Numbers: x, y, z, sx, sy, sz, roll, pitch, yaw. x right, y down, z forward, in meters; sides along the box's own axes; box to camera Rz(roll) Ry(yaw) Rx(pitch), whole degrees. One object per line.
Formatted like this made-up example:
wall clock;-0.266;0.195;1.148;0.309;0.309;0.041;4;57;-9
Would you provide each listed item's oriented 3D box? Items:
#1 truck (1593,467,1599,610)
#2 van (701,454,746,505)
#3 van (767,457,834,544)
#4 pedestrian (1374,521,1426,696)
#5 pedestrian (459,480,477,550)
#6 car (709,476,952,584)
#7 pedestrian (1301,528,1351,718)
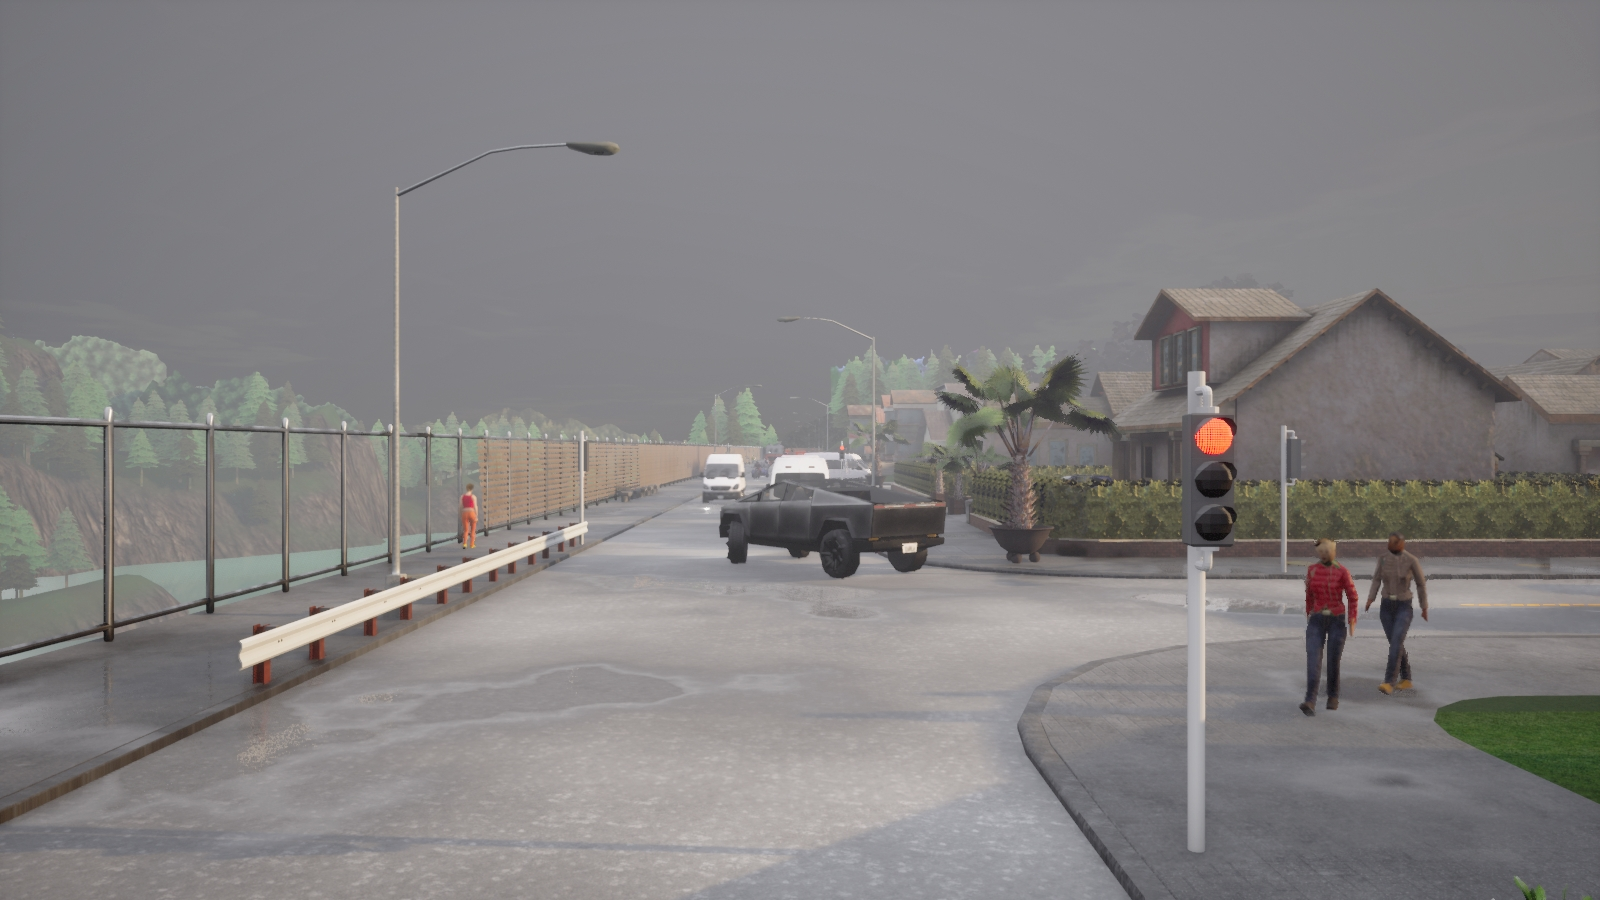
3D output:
truck;16.393;1.549;18.553;5.204;2.467;2.627;0;0;0
van;-3.985;1.497;60.246;1.988;2.561;5.915;0;0;0
van;0.006;1.511;36.872;1.988;2.561;5.915;0;0;0
pedestrian;6.642;1.737;12.653;0.375;1.860;0.375;0;0;-35
pedestrian;-8.840;1.725;30.430;0.375;1.860;0.375;0;0;1
car;0.520;1.736;26.916;2.390;2.098;6.274;0;0;-36
pedestrian;5.354;1.737;11.619;0.375;1.860;0.375;0;0;40
